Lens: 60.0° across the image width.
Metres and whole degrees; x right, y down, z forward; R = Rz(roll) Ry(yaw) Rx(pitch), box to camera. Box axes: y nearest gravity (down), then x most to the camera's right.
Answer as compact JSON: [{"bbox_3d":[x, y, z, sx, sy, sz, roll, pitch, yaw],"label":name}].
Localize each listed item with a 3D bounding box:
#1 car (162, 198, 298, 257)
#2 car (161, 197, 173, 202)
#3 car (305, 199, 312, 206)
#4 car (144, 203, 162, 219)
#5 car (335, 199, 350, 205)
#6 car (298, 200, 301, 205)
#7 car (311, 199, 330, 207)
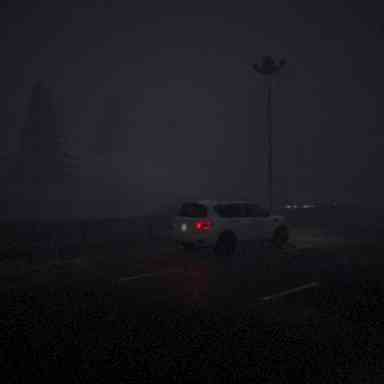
[{"bbox_3d":[1.779,1.356,13.845,5.566,2.045,2.150,0,0,-40],"label":"car"},{"bbox_3d":[-2.216,1.646,38.825,5.566,2.045,2.150,1,-1,-44],"label":"car"},{"bbox_3d":[24.774,2.132,68.841,1.895,1.301,4.718,-1,-1,28],"label":"car"},{"bbox_3d":[-1.110,1.783,25.602,4.892,1.490,1.837,1,-1,-41],"label":"car"},{"bbox_3d":[25.304,1.907,55.973,1.837,1.490,4.892,0,0,33],"label":"car"},{"bbox_3d":[21.608,2.171,70.337,1.895,1.301,4.718,-1,-1,28],"label":"car"},{"bbox_3d":[23.119,2.052,59.052,1.895,1.301,4.718,-1,-1,33],"label":"car"}]
